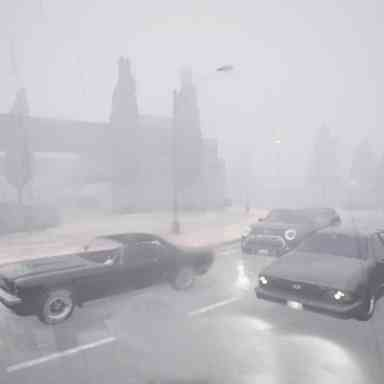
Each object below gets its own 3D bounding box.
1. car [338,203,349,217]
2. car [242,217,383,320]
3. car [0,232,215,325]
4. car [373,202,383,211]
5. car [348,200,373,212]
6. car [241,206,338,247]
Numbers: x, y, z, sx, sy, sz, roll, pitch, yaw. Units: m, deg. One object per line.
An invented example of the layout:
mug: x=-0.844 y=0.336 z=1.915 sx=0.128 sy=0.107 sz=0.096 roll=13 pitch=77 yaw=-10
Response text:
car: x=6.384 y=1.513 z=16.922 sx=2.128 sy=1.511 sz=4.902 roll=-1 pitch=0 yaw=32
car: x=3.596 y=1.554 z=7.649 sx=2.033 sy=1.411 sz=5.357 roll=-1 pitch=0 yaw=44
car: x=-1.759 y=1.646 z=7.426 sx=4.718 sy=1.301 sz=1.895 roll=0 pitch=0 yaw=-42
car: x=22.697 y=1.328 z=36.949 sx=2.097 sy=1.767 sz=4.553 roll=-1 pitch=0 yaw=2
car: x=19.286 y=1.611 z=39.060 sx=1.895 sy=1.301 sz=4.718 roll=0 pitch=0 yaw=-1
car: x=3.738 y=1.377 z=12.725 sx=2.097 sy=1.767 sz=4.553 roll=-1 pitch=0 yaw=38
